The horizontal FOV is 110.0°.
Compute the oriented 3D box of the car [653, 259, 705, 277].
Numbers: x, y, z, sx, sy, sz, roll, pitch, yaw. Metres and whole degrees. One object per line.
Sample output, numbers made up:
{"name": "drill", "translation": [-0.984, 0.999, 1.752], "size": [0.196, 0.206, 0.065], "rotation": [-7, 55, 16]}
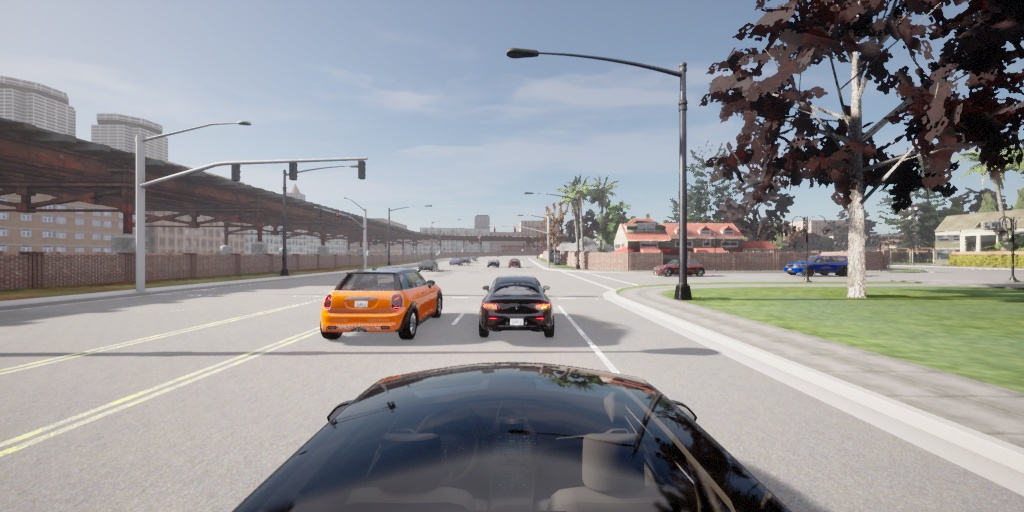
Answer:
{"name": "car", "translation": [16.275, 1.103, 35.104], "size": [4.553, 1.767, 2.097], "rotation": [0, 0, -1]}

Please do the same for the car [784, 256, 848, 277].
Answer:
{"name": "car", "translation": [30.117, 0.972, 35.377], "size": [5.566, 2.045, 2.150], "rotation": [0, 0, -1]}

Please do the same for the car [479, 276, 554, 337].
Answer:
{"name": "car", "translation": [0.122, 1.276, 10.145], "size": [1.812, 1.442, 4.674], "rotation": [0, 0, 0]}

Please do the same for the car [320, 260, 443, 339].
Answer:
{"name": "car", "translation": [-3.376, 1.102, 10.198], "size": [2.097, 1.767, 4.553], "rotation": [0, 0, 1]}

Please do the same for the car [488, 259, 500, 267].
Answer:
{"name": "car", "translation": [-3.057, 1.175, 61.179], "size": [1.895, 1.301, 4.718], "rotation": [0, 1, 0]}

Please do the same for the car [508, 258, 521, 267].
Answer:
{"name": "car", "translation": [0.439, 1.115, 60.139], "size": [1.812, 1.442, 4.674], "rotation": [0, 1, 0]}

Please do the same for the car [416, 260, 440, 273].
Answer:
{"name": "car", "translation": [-10.355, 1.222, 44.465], "size": [1.837, 1.490, 4.892], "rotation": [0, 0, 0]}
